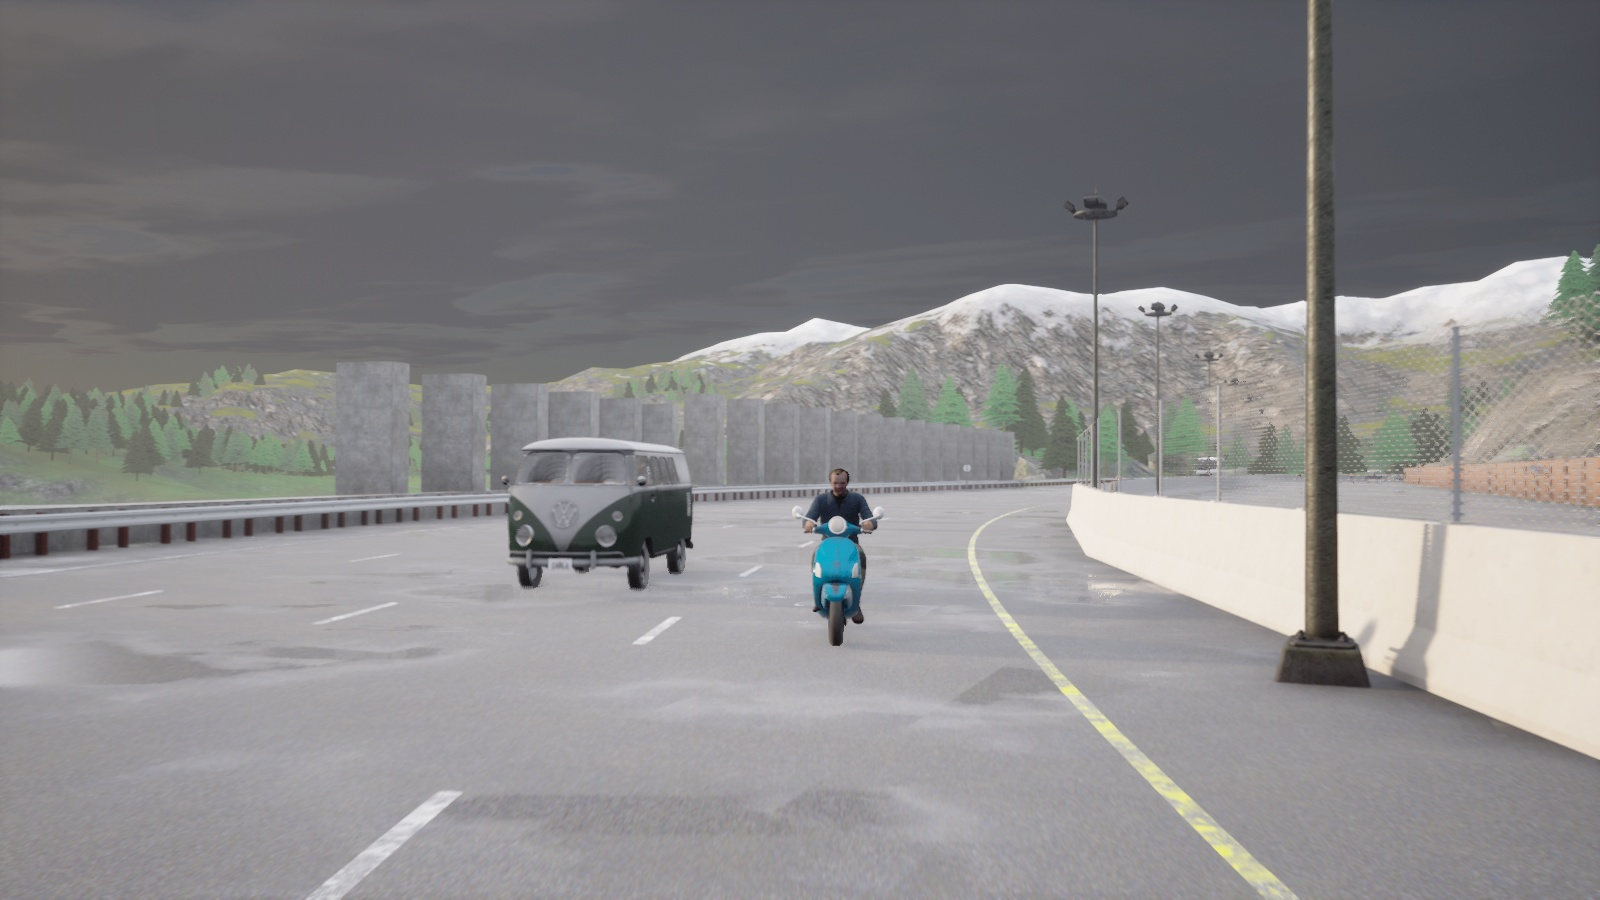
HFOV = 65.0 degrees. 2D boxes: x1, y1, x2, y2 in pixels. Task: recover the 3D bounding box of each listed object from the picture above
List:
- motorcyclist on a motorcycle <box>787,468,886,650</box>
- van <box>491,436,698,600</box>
[{"bbox_3d":[0.381,0.967,11.937,0.866,1.590,1.817,0,-1,4],"label":"motorcyclist on a motorcycle"},{"bbox_3d":[-2.699,0.871,17.565,1.775,1.987,4.442,0,-1,5],"label":"van"}]
